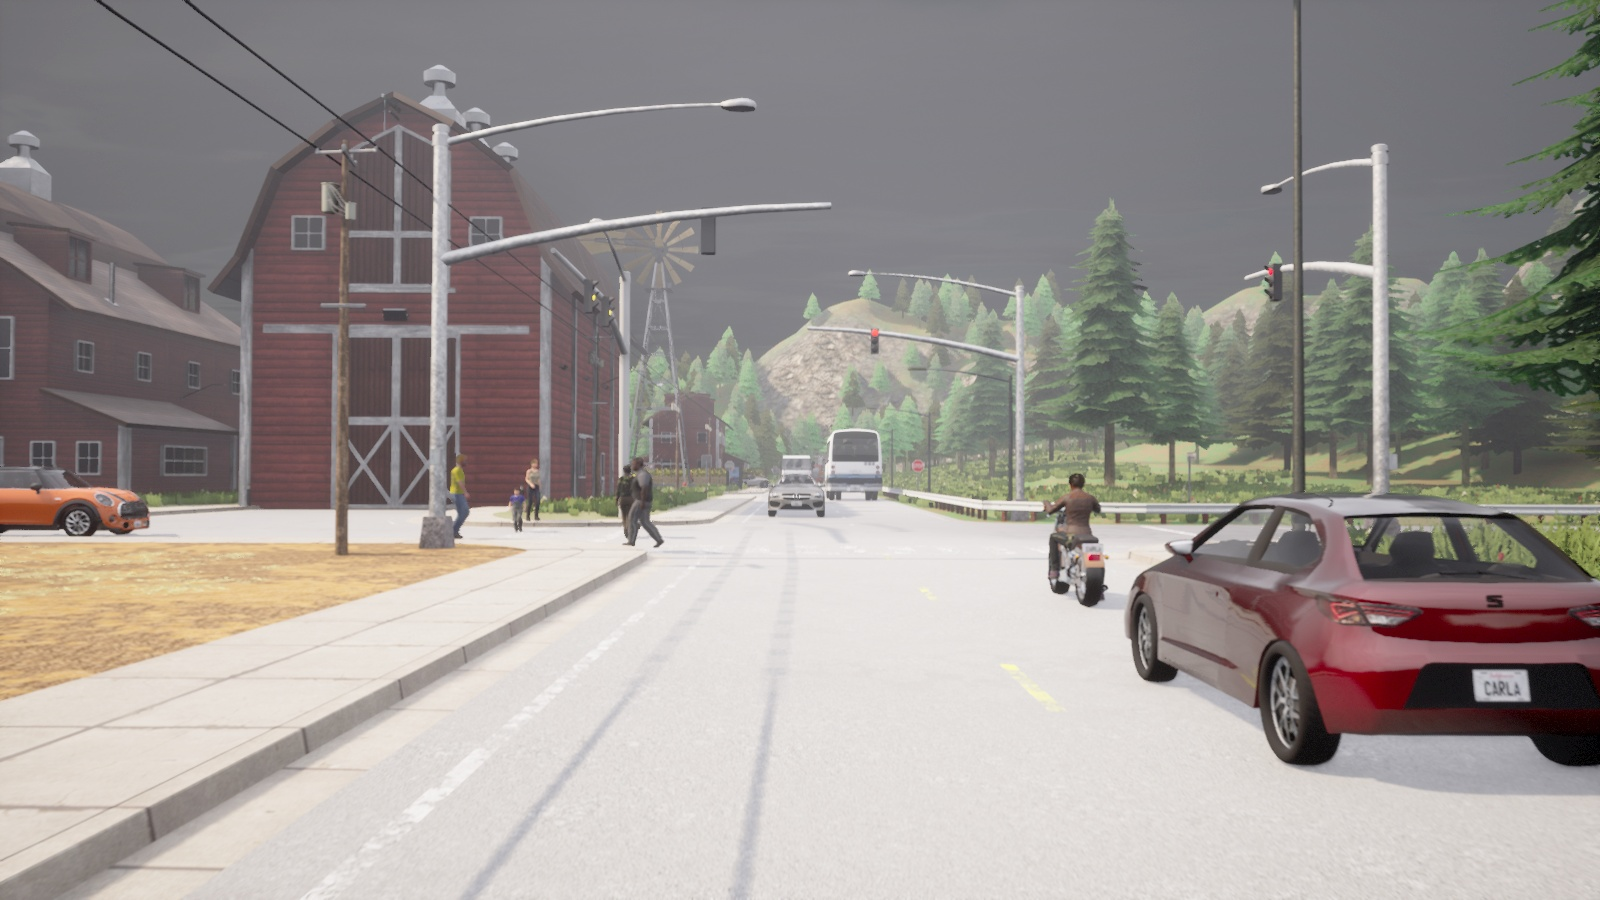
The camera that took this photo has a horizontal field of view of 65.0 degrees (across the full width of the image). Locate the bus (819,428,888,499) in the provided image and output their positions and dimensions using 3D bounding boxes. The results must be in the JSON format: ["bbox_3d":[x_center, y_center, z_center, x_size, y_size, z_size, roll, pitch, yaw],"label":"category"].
[{"bbox_3d":[3.295,1.012,80.459,3.944,4.253,10.273,0,-2,0],"label":"bus"}]

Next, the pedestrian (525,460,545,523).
[{"bbox_3d":[-7.766,1.207,36.757,0.345,1.836,0.594,1,-1,-37],"label":"pedestrian"}]

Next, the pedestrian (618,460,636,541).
[{"bbox_3d":[-4.187,1.209,30.389,0.395,1.930,0.692,0,-1,-4],"label":"pedestrian"}]

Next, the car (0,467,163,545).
[{"bbox_3d":[-17.858,1.302,29.677,4.553,1.767,2.097,0,-1,-1],"label":"car"}]

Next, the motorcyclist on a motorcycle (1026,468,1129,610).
[{"bbox_3d":[3.460,1.069,15.894,0.766,1.649,2.350,0,-1,0],"label":"motorcyclist on a motorcycle"}]

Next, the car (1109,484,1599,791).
[{"bbox_3d":[3.479,0.983,8.307,1.816,1.474,4.193,0,-1,0],"label":"car"}]

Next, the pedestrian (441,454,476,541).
[{"bbox_3d":[-7.256,1.009,26.705,0.706,1.836,0.354,0,-1,-17],"label":"pedestrian"}]

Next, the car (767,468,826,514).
[{"bbox_3d":[-0.121,1.552,48.466,2.152,1.651,5.027,0,-1,0],"label":"car"}]

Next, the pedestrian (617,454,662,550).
[{"bbox_3d":[-3.173,1.026,24.864,0.849,1.883,0.563,0,-1,-4],"label":"pedestrian"}]

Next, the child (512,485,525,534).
[{"bbox_3d":[-7.364,1.551,32.872,0.270,1.263,0.437,0,-1,-5],"label":"child"}]
